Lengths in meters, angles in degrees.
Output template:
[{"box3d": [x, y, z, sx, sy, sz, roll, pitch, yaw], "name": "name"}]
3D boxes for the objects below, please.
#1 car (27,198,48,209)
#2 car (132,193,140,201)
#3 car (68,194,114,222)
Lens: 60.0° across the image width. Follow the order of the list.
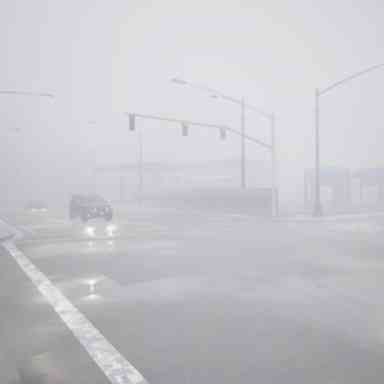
[{"box3d": [-20.504, 1.549, 44.042, 1.994, 1.385, 4.181, 0, 0, -35], "name": "car"}, {"box3d": [-10.536, 1.115, 71.313, 4.611, 1.667, 2.242, 0, 0, -34], "name": "car"}, {"box3d": [-8.176, 1.204, 26.537, 2.150, 2.045, 5.566, 0, 1, -35], "name": "car"}]
